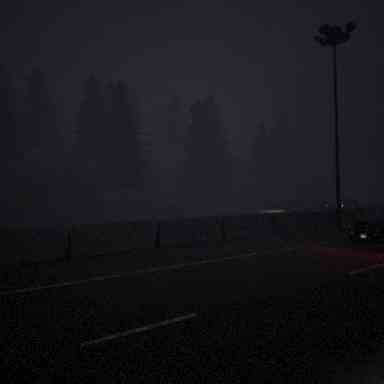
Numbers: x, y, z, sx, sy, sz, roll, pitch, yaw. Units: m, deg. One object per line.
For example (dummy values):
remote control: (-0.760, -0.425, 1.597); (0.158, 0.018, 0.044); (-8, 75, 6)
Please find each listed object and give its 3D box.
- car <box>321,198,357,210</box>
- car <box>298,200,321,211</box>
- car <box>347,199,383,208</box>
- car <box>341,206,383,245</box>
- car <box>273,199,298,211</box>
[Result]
car: (17.268, 1.449, 37.800); (4.553, 1.767, 2.097); (1, 0, -35)
car: (15.398, 1.663, 40.766); (4.181, 1.385, 1.994); (1, 0, -35)
car: (18.496, 1.688, 34.384); (4.718, 1.301, 1.895); (1, 0, -35)
car: (8.434, 1.504, 14.064); (4.674, 1.442, 1.812); (0, 0, -35)
car: (12.982, 1.641, 43.347); (5.357, 1.411, 2.033); (1, 0, -35)
